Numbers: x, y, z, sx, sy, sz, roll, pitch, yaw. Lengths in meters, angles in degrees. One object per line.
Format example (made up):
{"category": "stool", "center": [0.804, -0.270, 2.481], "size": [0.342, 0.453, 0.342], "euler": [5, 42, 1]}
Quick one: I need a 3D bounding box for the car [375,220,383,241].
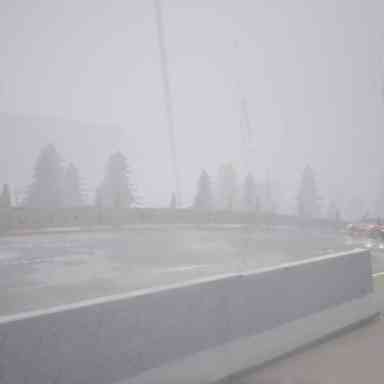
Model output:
{"category": "car", "center": [15.222, 2.959, 23.443], "size": [4.718, 1.301, 1.895], "euler": [7, -4, -35]}

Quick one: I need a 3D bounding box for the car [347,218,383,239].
{"category": "car", "center": [14.796, 2.915, 27.434], "size": [4.553, 1.767, 2.097], "euler": [8, -4, -35]}
